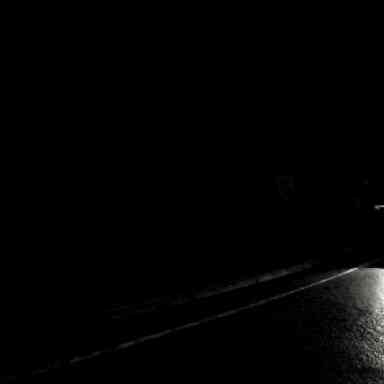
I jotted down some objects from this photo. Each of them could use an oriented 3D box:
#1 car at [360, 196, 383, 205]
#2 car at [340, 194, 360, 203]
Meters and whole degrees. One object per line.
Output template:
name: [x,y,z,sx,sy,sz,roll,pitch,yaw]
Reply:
car: [26.267,1.191,47.451,1.895,1.301,4.718,-5,-2,7]
car: [29.678,1.144,62.161,1.837,1.490,4.892,-6,-2,-8]
